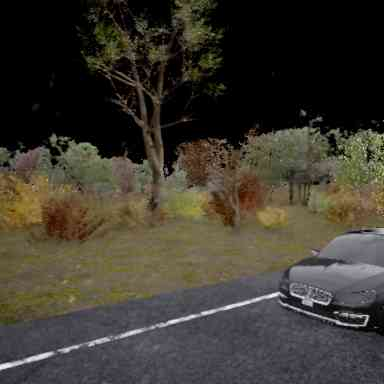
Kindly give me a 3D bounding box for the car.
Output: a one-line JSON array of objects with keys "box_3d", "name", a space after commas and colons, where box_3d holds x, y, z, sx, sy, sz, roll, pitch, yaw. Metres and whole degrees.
[{"box_3d": [3.819, 1.537, 6.771, 4.892, 1.490, 1.837, 0, 0, -36], "name": "car"}]
